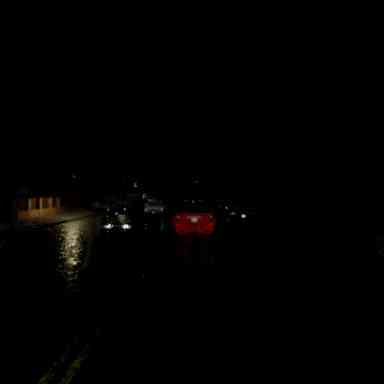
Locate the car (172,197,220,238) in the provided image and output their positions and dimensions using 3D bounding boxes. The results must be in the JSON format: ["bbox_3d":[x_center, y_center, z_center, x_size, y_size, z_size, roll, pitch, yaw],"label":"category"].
[{"bbox_3d":[0.109,1.330,17.657,2.097,1.767,4.553,0,0,0],"label":"car"}]

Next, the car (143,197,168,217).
[{"bbox_3d":[-3.334,1.484,31.008,1.812,1.442,4.674,0,0,0],"label":"car"}]

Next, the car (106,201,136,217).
[{"bbox_3d":[-6.585,1.559,31.188,1.895,1.301,4.718,0,0,0],"label":"car"}]

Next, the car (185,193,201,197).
[{"bbox_3d":[0.117,1.168,37.774,2.150,2.045,5.566,0,0,0],"label":"car"}]

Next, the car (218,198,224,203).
[{"bbox_3d":[3.357,1.466,41.483,1.812,1.442,4.674,0,0,0],"label":"car"}]

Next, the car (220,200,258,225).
[{"bbox_3d":[3.361,1.533,23.649,1.994,1.385,4.181,0,0,0],"label":"car"}]

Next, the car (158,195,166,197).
[{"bbox_3d":[-6.470,1.426,72.506,1.994,1.385,4.181,0,0,0],"label":"car"}]

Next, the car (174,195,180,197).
[{"bbox_3d":[-3.220,1.427,72.088,1.994,1.385,4.181,0,0,0],"label":"car"}]
